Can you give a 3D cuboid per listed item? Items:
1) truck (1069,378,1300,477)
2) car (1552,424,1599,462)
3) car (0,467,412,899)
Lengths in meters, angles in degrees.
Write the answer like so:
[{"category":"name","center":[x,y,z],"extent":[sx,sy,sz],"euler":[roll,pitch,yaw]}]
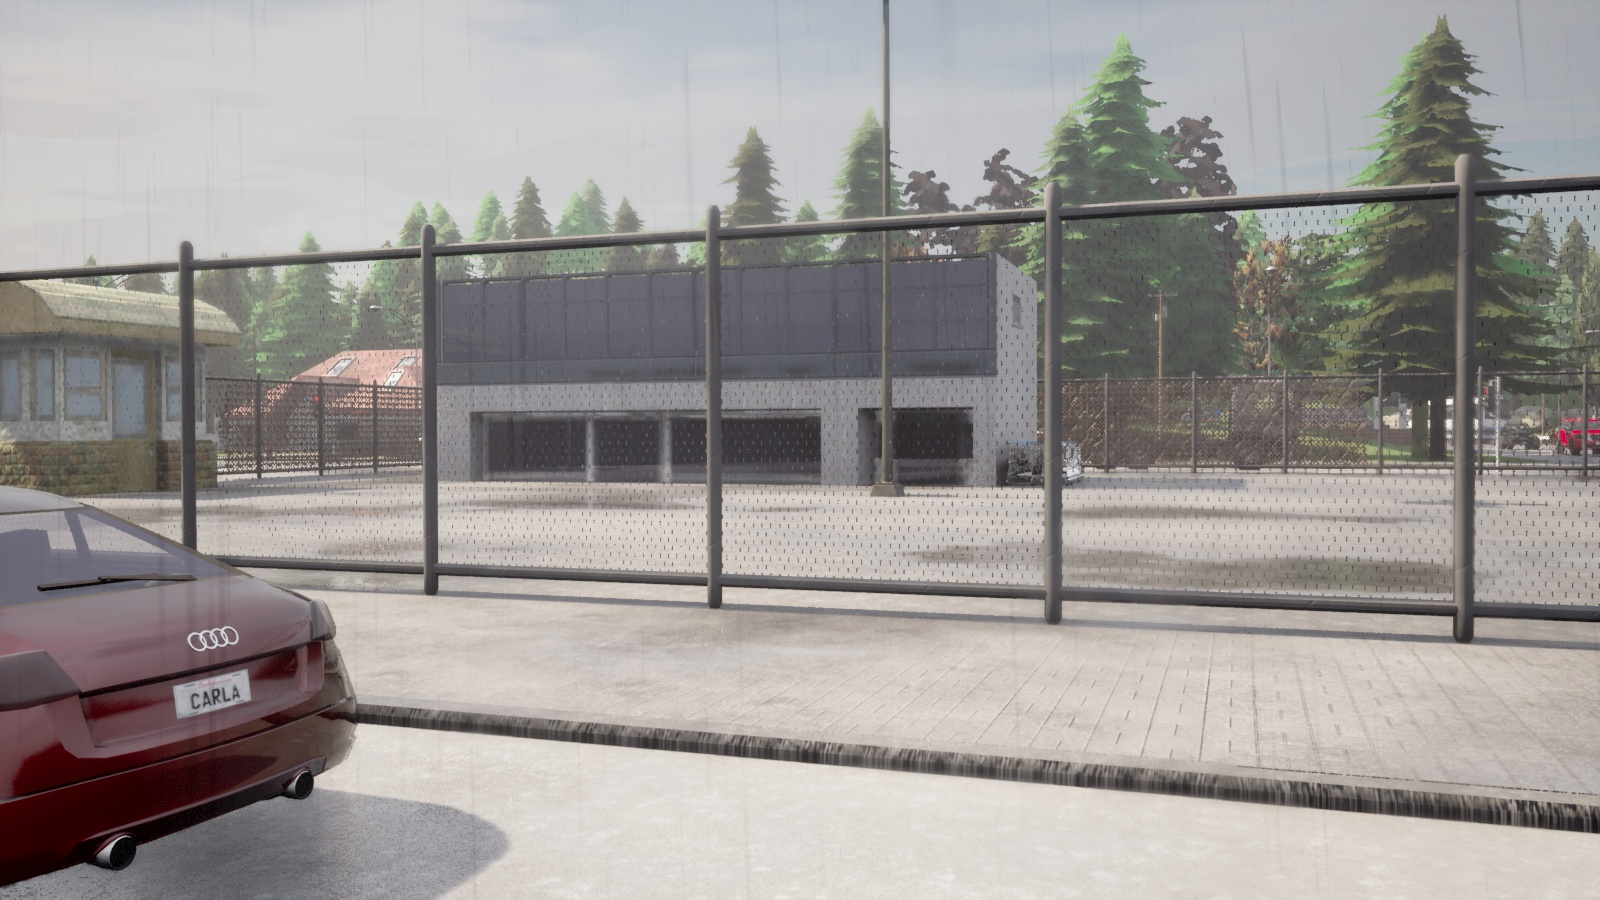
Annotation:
[{"category":"truck","center":[14.220,-0.850,46.690],"extent":[7.936,3.462,2.891],"euler":[1,1,18]},{"category":"car","center":[44.318,-0.423,70.845],"extent":[2.150,2.045,5.566],"euler":[1,1,19]},{"category":"car","center":[-3.957,0.794,5.118],"extent":[4.181,1.385,1.994],"euler":[1,1,20]}]
